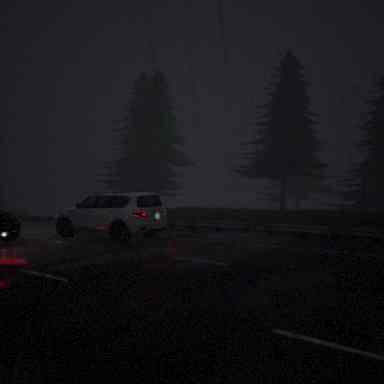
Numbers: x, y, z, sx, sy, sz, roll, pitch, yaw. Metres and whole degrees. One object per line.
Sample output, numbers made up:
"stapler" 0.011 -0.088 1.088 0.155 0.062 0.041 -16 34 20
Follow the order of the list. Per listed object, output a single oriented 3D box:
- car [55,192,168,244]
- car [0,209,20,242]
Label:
"car" -3.723 1.040 15.042 5.566 2.045 2.150 0 1 31
"car" -9.427 1.396 14.233 4.892 1.490 1.837 0 0 30
